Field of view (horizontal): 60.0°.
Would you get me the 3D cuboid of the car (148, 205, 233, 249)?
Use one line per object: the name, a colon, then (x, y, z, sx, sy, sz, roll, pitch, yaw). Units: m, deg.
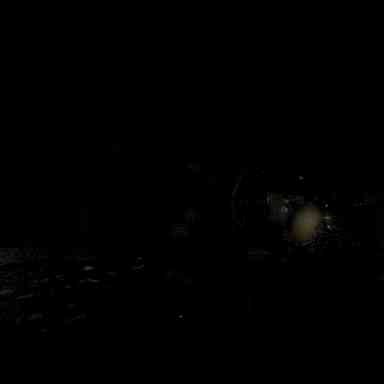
car: (0.227, 1.389, 14.454, 1.882, 1.535, 5.008, -3, -1, 36)

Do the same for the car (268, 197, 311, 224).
car: (6.152, 1.140, 22.542, 2.097, 1.767, 4.553, -3, -1, 34)

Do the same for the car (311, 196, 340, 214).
car: (12.336, 1.141, 30.948, 1.882, 1.535, 5.008, -3, -1, 37)

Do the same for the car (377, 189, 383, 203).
car: (27.685, 0.528, 46.942, 2.150, 2.045, 5.566, -3, -1, 37)
